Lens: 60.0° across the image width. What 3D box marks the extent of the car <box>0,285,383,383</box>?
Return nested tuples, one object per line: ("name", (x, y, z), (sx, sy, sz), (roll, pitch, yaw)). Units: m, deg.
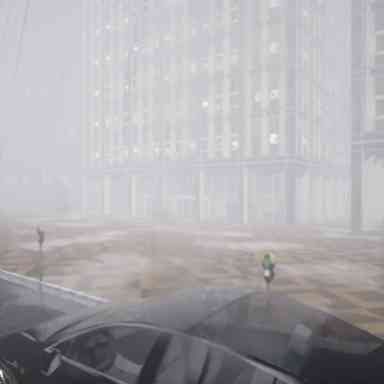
("car", (-0.071, 1.560, 2.927), (4.313, 1.339, 1.947), (0, 0, 35))
